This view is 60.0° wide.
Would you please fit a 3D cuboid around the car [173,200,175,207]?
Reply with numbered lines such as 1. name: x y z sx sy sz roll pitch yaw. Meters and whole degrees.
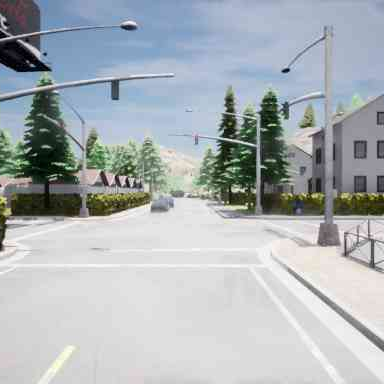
1. car: -3.609 1.477 48.761 1.882 1.535 5.008 0 0 0

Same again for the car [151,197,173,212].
1. car: -3.621 1.547 38.478 2.033 1.411 5.357 0 0 0
